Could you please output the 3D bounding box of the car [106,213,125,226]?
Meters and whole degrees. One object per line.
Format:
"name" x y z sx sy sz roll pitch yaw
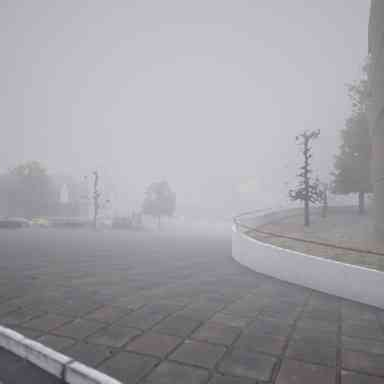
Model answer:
"car" -20.873 7.470 90.906 2.185 1.767 4.553 0 1 10

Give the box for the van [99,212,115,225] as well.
"van" -23.454 7.323 92.576 1.878 1.987 4.442 0 1 10

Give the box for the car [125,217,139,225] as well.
"car" -15.756 7.719 87.799 2.163 1.488 4.792 1 1 9

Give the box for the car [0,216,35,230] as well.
"car" -19.677 3.306 35.033 1.882 1.535 5.008 -1 -6 24

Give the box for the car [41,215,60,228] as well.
"car" -23.236 4.569 49.674 5.366 1.575 1.946 0 -5 5

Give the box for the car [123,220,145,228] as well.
"car" -11.039 6.171 63.413 1.812 1.442 4.674 -1 -6 25

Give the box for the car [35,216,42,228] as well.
"car" -24.313 4.331 46.922 4.674 1.452 2.002 0 -6 5

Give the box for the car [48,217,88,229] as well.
"car" -17.954 4.689 48.294 1.895 1.301 4.718 -1 -6 24

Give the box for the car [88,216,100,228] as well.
"car" -19.271 5.420 57.865 4.892 1.521 2.231 0 -5 5

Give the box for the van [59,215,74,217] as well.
"van" -21.673 4.631 52.412 4.442 1.987 1.878 0 -6 5

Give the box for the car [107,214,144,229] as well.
"car" -10.848 5.079 54.803 2.150 2.045 5.566 -1 -6 24

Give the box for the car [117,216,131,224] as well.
"car" -18.220 7.633 89.612 1.946 1.575 5.366 0 1 10

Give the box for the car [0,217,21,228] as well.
"car" -25.556 4.049 44.174 4.674 1.452 2.002 0 -5 5
